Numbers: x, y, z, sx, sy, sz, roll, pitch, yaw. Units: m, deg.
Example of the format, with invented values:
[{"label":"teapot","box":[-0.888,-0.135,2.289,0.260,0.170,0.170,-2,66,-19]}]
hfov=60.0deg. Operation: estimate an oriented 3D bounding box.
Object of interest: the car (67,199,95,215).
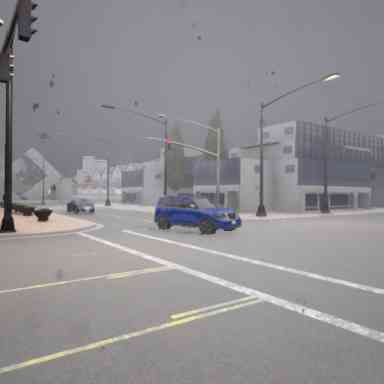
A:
[{"label":"car","box":[-11.510,1.497,34.295,2.128,1.511,4.902,1,0,-35]}]

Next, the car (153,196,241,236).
[{"label":"car","box":[0.143,1.265,19.353,5.566,2.045,2.150,0,0,42]}]
